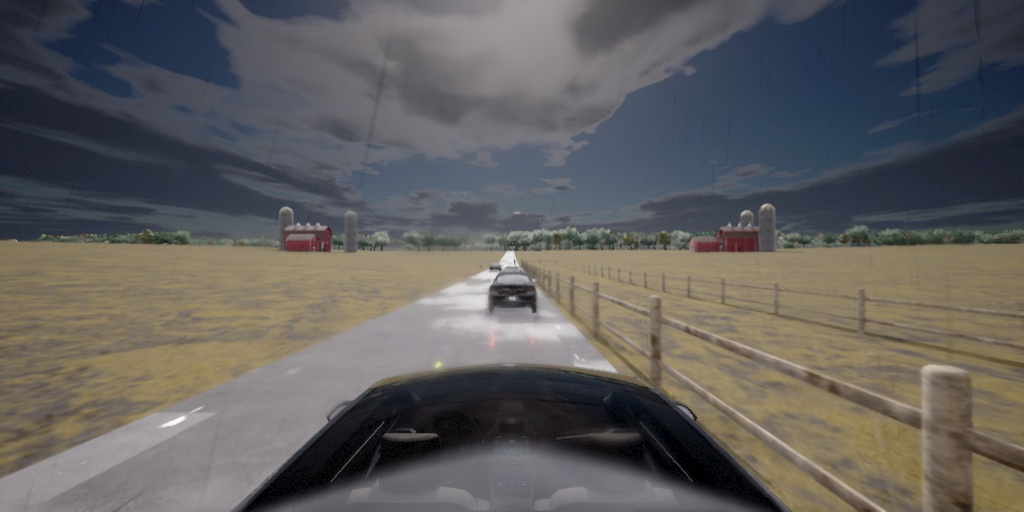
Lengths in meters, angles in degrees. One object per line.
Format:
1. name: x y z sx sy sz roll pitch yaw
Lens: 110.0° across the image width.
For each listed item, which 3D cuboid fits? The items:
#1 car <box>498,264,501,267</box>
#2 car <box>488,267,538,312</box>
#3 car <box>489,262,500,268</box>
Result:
1. car: 0.043 1.611 29.209 1.837 1.490 4.892 0 0 0
2. car: 0.053 1.403 15.278 1.882 1.535 5.008 0 0 1
3. car: -2.807 1.772 59.804 1.882 1.535 5.008 0 0 0
